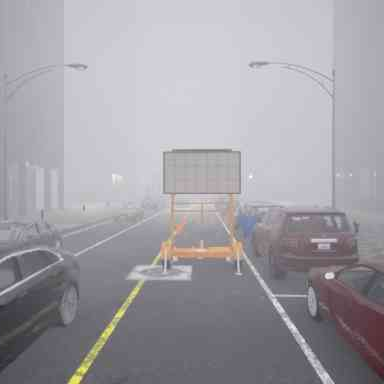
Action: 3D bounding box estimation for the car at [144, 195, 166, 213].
[{"bbox_3d":[-4.602,1.313,37.797,2.192,1.841,5.009,0,0,2],"label":"car"}]

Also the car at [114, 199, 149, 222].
[{"bbox_3d":[-4.955,1.524,26.583,1.752,1.417,4.829,0,0,2],"label":"car"}]

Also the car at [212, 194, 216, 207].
[{"bbox_3d":[4.098,1.314,43.039,2.192,1.841,5.009,0,0,2],"label":"car"}]

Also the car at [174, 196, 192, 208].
[{"bbox_3d":[-1.476,1.601,49.100,1.895,1.301,4.718,0,0,2],"label":"car"}]

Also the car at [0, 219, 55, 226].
[{"bbox_3d":[-5.472,1.550,10.186,2.008,1.369,4.403,0,0,2],"label":"car"}]

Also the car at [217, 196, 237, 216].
[{"bbox_3d":[3.754,1.439,31.994,1.967,1.590,4.097,0,0,2],"label":"car"}]

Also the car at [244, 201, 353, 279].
[{"bbox_3d":[3.065,1.314,9.903,2.192,1.841,5.009,0,0,2],"label":"car"}]

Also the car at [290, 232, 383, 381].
[{"bbox_3d":[2.893,1.544,4.380,1.887,1.381,4.507,0,0,2],"label":"car"}]

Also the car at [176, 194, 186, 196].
[{"bbox_3d":[-3.231,1.335,81.389,2.192,1.841,5.009,0,0,2],"label":"car"}]

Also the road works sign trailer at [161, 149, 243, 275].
[{"bbox_3d":[0.311,0.463,10.457,2.380,3.560,2.880,0,0,2],"label":"road works sign trailer"}]

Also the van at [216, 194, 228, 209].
[{"bbox_3d":[3.926,1.339,37.516,1.690,1.788,3.998,0,0,2],"label":"van"}]

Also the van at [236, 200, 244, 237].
[{"bbox_3d":[3.237,1.340,15.425,1.690,1.788,3.998,0,0,2],"label":"van"}]

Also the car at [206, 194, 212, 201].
[{"bbox_3d":[5.290,1.335,81.112,2.192,1.841,5.009,0,0,2],"label":"car"}]

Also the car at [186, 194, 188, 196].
[{"bbox_3d":[-3.054,1.341,87.030,2.192,1.841,5.009,0,0,2],"label":"car"}]

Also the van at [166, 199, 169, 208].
[{"bbox_3d":[-4.427,1.340,43.319,1.690,1.788,3.998,0,0,2],"label":"van"}]

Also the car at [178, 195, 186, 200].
[{"bbox_3d":[-2.876,1.599,92.670,1.947,1.339,4.313,0,0,2],"label":"car"}]

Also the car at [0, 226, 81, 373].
[{"bbox_3d":[-2.986,1.491,4.195,2.128,1.511,4.902,0,0,2],"label":"car"}]

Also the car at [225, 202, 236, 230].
[{"bbox_3d":[3.410,1.550,20.949,2.008,1.369,4.403,0,0,2],"label":"car"}]
